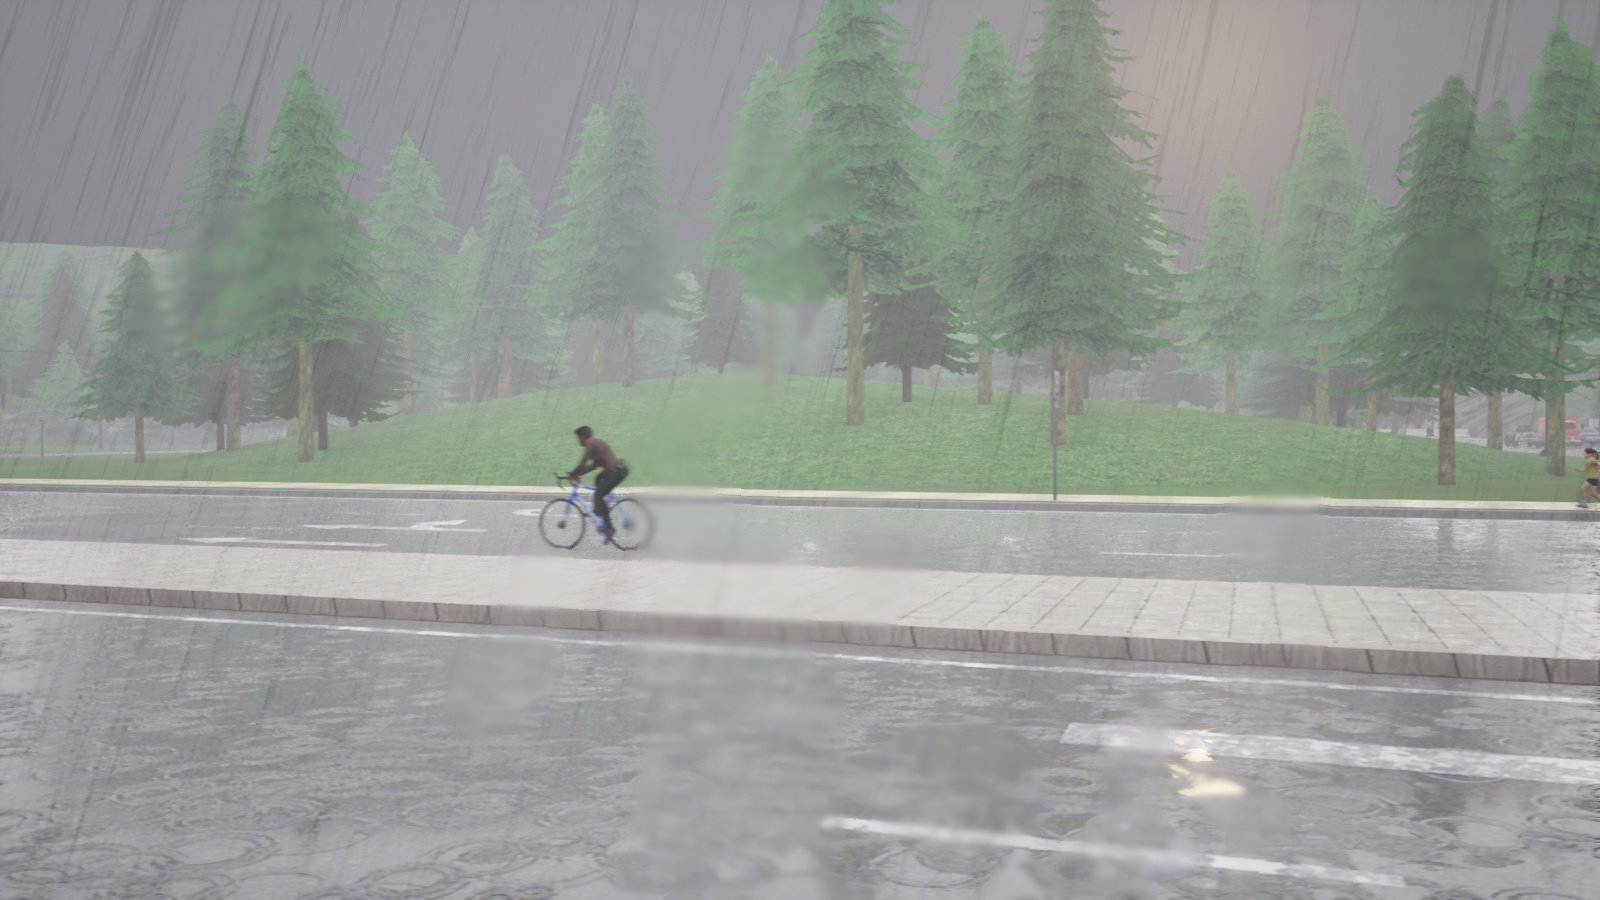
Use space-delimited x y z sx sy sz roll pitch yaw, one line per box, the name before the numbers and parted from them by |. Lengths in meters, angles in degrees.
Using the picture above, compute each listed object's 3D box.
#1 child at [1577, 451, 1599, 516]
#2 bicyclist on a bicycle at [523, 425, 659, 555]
child | 13.686 0.571 21.706 0.394 1.110 0.255 1 1 27
bicyclist on a bicycle | -2.699 0.492 16.232 1.656 1.620 0.582 0 1 19
